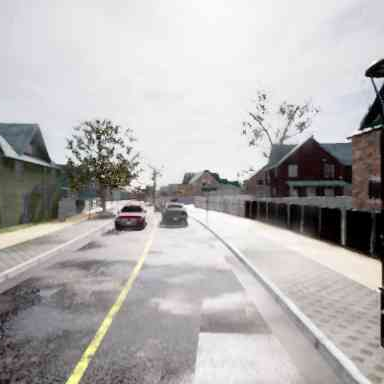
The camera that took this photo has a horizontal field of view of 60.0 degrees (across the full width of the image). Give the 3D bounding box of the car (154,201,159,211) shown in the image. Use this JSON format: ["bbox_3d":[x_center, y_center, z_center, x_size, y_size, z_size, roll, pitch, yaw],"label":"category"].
[{"bbox_3d":[-3.912,1.845,43.272,1.895,1.301,4.718,0,-1,-10],"label":"car"}]

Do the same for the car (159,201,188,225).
[{"bbox_3d":[-1.342,1.568,24.826,1.837,1.490,4.892,0,0,-6],"label":"car"}]

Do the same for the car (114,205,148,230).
[{"bbox_3d":[-3.867,1.573,21.718,1.812,1.442,4.674,0,0,-5],"label":"car"}]
